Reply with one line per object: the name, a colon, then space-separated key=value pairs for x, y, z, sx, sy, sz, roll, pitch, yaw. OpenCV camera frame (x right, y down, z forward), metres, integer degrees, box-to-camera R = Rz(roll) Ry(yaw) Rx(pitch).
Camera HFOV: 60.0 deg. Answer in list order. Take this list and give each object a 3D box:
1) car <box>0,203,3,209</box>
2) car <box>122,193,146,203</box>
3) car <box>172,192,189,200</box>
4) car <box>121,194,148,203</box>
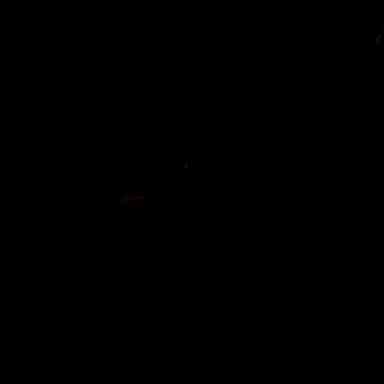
car: x=-25.582 y=1.458 z=40.302 sx=2.097 sy=1.767 sz=4.553 roll=-1 pitch=0 yaw=35
car: x=-10.721 y=1.043 z=61.415 sx=2.097 sy=1.767 sz=4.553 roll=-1 pitch=0 yaw=35
car: x=-2.421 y=0.857 z=73.214 sx=1.882 sy=1.535 sz=5.008 roll=-1 pitch=0 yaw=35
car: x=-11.309 y=1.250 z=65.379 sx=2.033 sy=1.411 sz=5.357 roll=-1 pitch=0 yaw=36
